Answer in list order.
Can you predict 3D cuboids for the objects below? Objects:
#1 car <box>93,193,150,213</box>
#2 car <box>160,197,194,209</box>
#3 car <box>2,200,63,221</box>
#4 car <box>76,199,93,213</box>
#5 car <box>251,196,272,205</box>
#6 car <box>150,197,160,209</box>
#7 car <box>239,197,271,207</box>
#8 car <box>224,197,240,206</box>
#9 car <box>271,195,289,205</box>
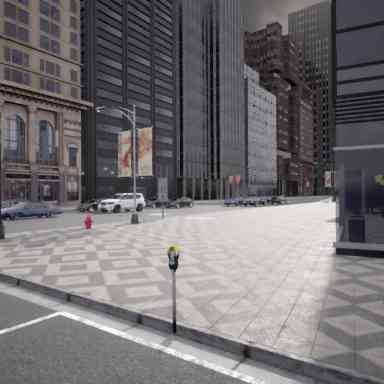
[{"bbox_3d":[-7.493,1.166,36.127,2.150,2.045,5.566,-1,0,35],"label":"car"},{"bbox_3d":[-1.657,1.424,44.369,1.837,1.490,4.892,-1,0,35],"label":"car"},{"bbox_3d":[-13.500,1.517,27.616,2.033,1.411,5.357,-1,0,35],"label":"car"},{"bbox_3d":[-10.634,1.477,37.306,1.837,1.490,4.892,-1,0,35],"label":"car"},{"bbox_3d":[12.275,1.465,58.311,1.895,1.301,4.718,-1,0,35],"label":"car"},{"bbox_3d":[-4.848,1.451,45.485,1.837,1.490,4.892,-1,0,35],"label":"car"},{"bbox_3d":[9.188,1.453,48.209,1.895,1.301,4.718,-1,0,36],"label":"car"},{"bbox_3d":[6.774,1.424,50.420,2.033,1.411,5.357,-1,0,36],"label":"car"},{"bbox_3d":[14.913,1.344,56.412,1.837,1.490,4.892,-1,0,35],"label":"car"}]
